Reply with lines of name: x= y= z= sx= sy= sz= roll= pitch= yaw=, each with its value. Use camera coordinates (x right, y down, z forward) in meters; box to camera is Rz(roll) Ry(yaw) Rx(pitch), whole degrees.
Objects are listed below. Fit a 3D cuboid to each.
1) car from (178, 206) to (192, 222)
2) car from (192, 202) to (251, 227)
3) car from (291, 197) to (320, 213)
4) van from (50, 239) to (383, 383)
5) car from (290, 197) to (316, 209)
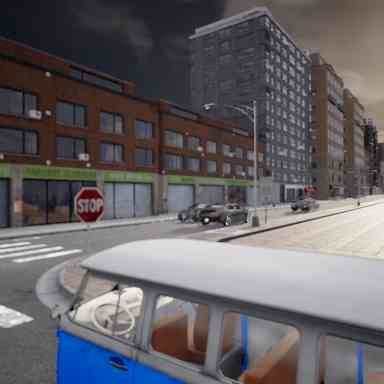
car: x=0.836 y=1.504 z=25.576 sx=1.812 sy=1.442 sz=4.674 roll=0 pitch=0 yaw=36
car: x=2.332 y=1.468 z=22.598 sx=1.837 sy=1.490 sz=4.892 roll=0 pitch=0 yaw=36
car: x=12.719 y=1.546 z=37.085 sx=1.895 sy=1.301 sz=4.718 roll=0 pitch=0 yaw=36
van: x=0.676 y=1.341 z=2.334 sx=3.998 sy=1.788 sz=1.690 roll=0 pitch=0 yaw=36
car: x=15.291 y=1.418 z=45.619 sx=1.882 sy=1.535 sz=5.008 roll=0 pitch=0 yaw=36
